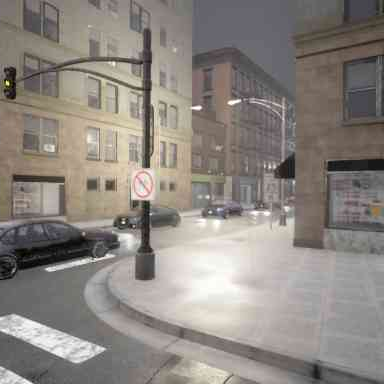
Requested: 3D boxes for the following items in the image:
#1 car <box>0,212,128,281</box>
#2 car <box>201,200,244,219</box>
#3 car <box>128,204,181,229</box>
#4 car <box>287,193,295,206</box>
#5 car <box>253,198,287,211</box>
[{"bbox_3d":[-4.646,1.513,9.892,2.033,1.411,5.357,0,1,34],"label":"car"},{"bbox_3d":[2.462,1.297,26.277,1.994,1.385,4.181,1,1,34],"label":"car"},{"bbox_3d":[-2.452,1.388,18.910,1.994,1.385,4.181,1,1,34],"label":"car"},{"bbox_3d":[13.685,0.870,43.013,2.097,1.767,4.553,1,1,34],"label":"car"},{"bbox_3d":[7.962,1.191,34.503,1.994,1.385,4.181,1,1,34],"label":"car"}]
